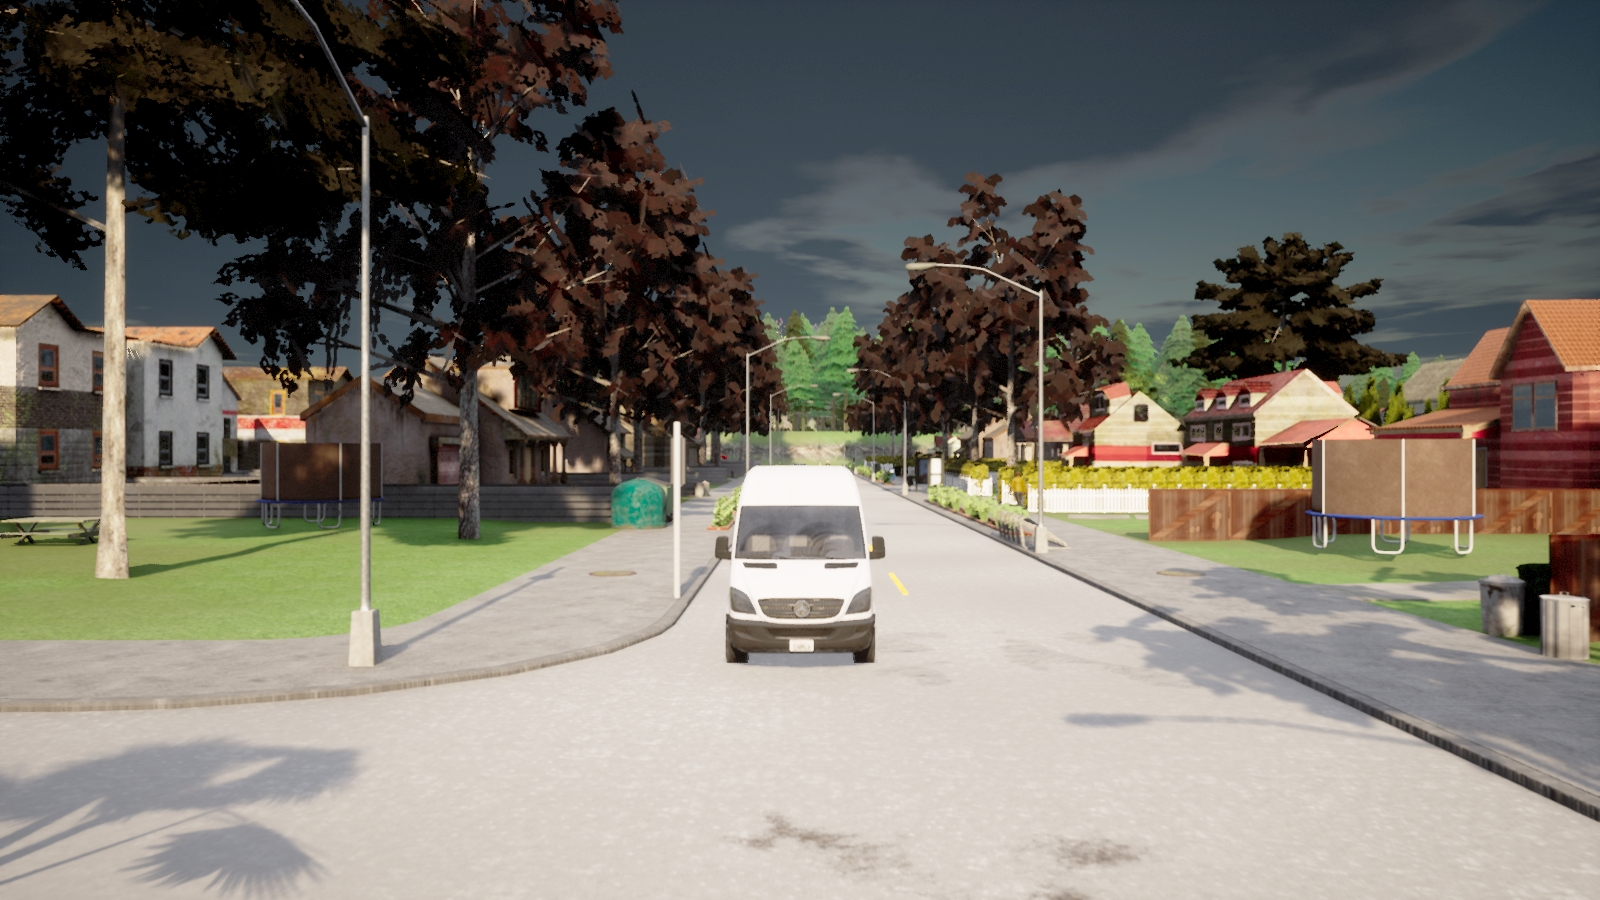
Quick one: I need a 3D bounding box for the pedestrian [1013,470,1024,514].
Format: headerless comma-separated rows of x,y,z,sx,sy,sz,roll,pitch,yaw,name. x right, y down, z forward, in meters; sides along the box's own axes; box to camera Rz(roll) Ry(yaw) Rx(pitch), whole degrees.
9.210,1.766,48.067,0.375,1.860,0.375,0,0,-2,pedestrian

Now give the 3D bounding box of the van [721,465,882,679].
-0.002,1.543,17.037,1.988,2.561,5.915,0,0,0,van
